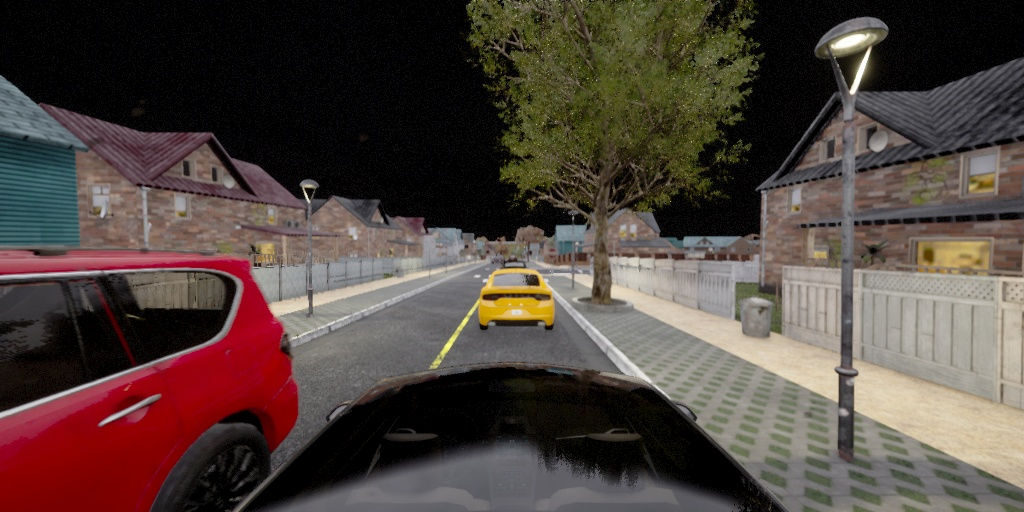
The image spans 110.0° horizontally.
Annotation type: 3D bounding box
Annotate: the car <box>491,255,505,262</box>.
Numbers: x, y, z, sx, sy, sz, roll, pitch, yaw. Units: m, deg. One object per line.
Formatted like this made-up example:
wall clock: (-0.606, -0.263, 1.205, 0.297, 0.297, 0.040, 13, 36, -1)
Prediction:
car: (-2.657, 0.753, 63.498, 1.994, 1.385, 4.181, 0, 0, 1)

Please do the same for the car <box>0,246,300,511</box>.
car: (-2.852, 0.985, 0.702, 2.150, 2.045, 5.566, 0, 1, 0)

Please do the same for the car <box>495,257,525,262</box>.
car: (0.138, 1.011, 22.206, 1.837, 1.490, 4.892, 0, 1, 0)

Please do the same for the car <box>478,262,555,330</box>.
car: (0.114, 1.113, 10.661, 1.882, 1.535, 5.008, 0, 0, 0)
